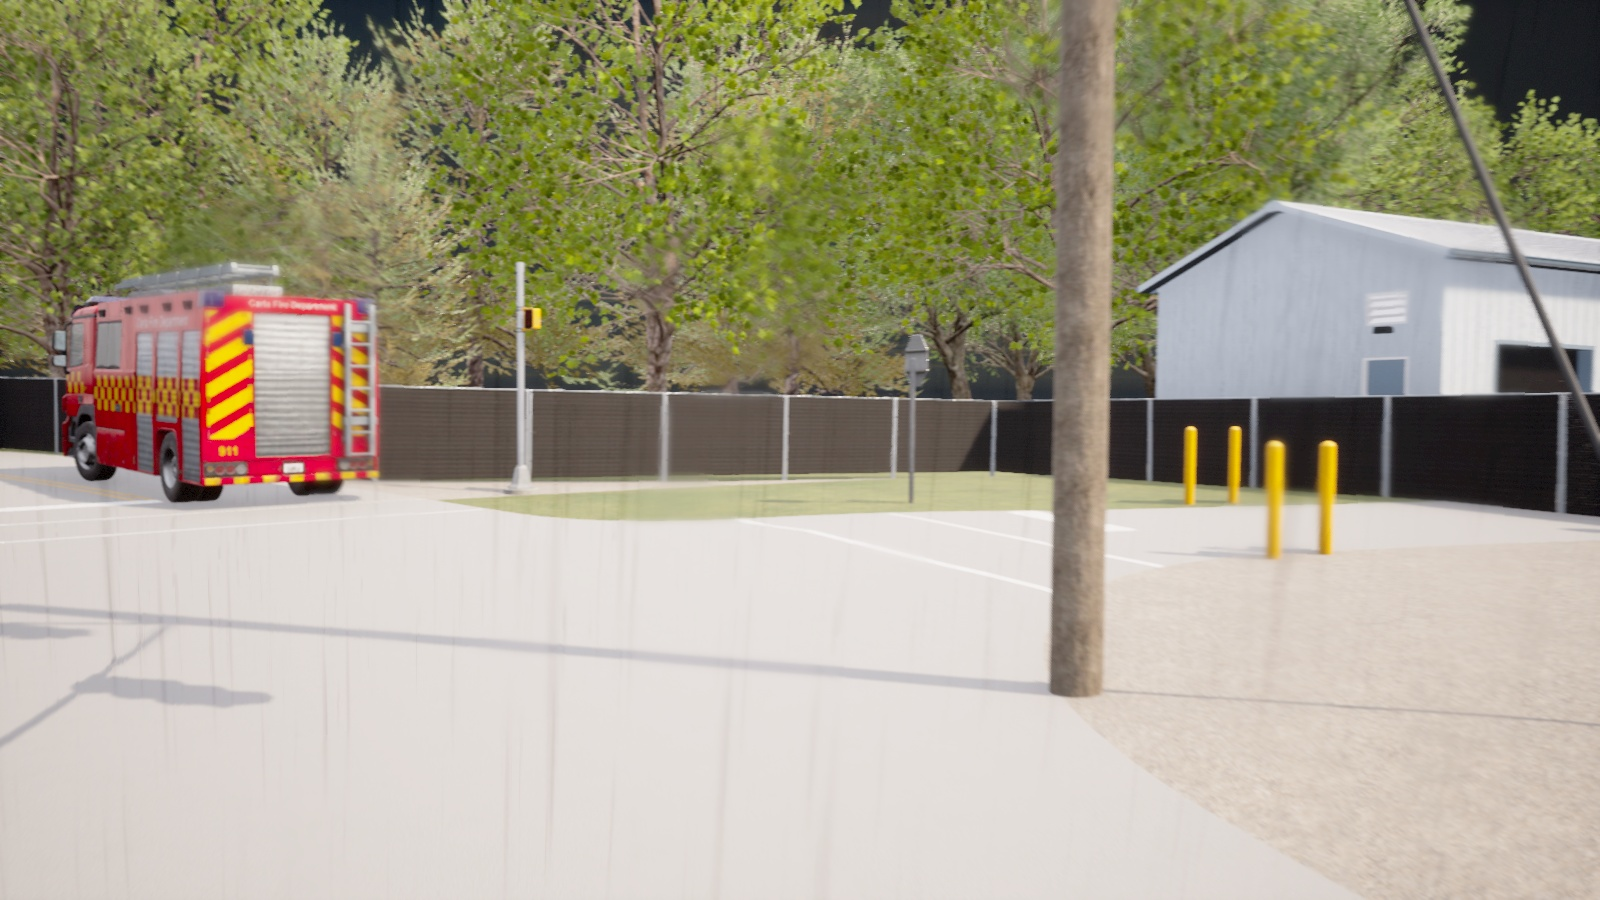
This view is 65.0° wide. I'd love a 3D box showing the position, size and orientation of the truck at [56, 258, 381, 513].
[{"bbox_3d":[-10.920,-1.220,23.014,2.891,3.827,8.468,-2,4,-43],"label":"truck"}]
